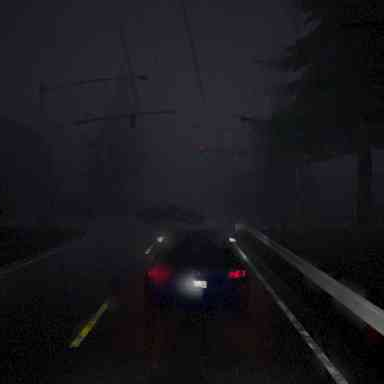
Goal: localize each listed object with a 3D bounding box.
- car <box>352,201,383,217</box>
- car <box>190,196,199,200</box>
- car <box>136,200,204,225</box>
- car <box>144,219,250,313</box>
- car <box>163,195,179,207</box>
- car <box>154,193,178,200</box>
[{"bbox_3d":[15.461,1.489,26.657,4.892,1.490,1.837,0,0,0],"label":"car"},{"bbox_3d":[0.444,1.525,66.310,1.812,1.442,4.674,0,0,0],"label":"car"},{"bbox_3d":[-1.515,1.516,23.166,4.674,1.442,1.812,0,0,1],"label":"car"},{"bbox_3d":[0.111,1.564,7.745,1.994,1.385,4.181,0,0,1],"label":"car"},{"bbox_3d":[-3.237,1.352,52.164,2.097,1.767,4.553,0,0,1],"label":"car"},{"bbox_3d":[-3.309,1.352,42.244,2.097,1.767,4.553,0,0,1],"label":"car"}]
